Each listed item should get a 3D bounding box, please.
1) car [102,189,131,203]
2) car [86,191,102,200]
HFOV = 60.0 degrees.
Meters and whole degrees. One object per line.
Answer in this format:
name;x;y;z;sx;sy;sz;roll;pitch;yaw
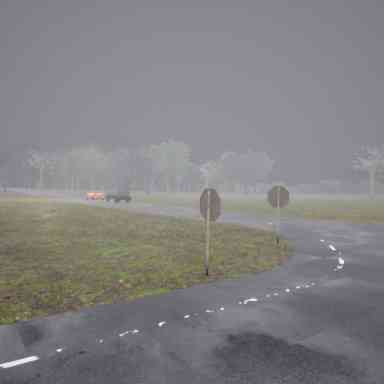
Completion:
car;-11.388;0.584;51.102;2.150;2.045;5.566;2;0;-35
car;-17.376;0.514;59.554;2.097;1.767;4.553;2;0;-35
